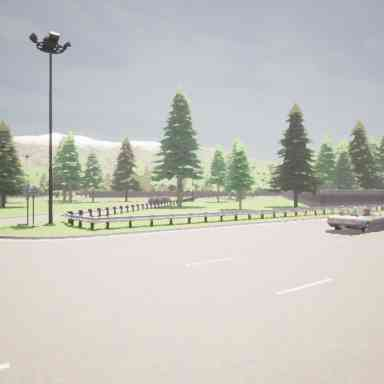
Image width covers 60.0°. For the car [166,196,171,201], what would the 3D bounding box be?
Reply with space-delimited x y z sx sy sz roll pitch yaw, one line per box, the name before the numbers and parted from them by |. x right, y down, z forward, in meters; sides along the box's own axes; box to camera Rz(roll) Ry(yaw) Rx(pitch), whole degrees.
car | -5.586 1.525 69.766 1.812 1.442 4.674 0 0 5

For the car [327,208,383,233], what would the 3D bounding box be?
car | 10.052 1.601 19.476 4.718 1.301 1.895 0 0 -35

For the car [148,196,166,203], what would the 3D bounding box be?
car | -6.563 1.491 59.644 2.128 1.511 4.902 0 0 6
